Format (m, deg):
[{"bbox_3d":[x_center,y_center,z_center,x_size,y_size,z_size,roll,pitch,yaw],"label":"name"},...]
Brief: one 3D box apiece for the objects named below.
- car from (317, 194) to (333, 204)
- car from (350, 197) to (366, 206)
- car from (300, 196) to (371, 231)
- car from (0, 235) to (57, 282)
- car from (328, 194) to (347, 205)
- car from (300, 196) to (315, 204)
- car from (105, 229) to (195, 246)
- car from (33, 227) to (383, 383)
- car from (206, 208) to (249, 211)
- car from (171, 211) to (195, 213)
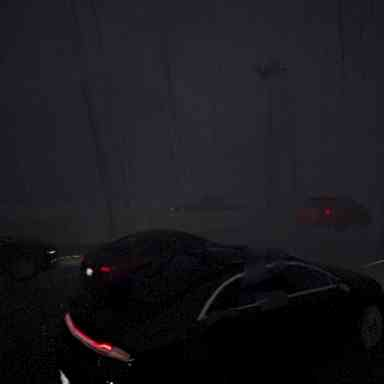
[{"bbox_3d":[27.779,1.370,69.311,2.150,2.045,5.566,0,0,34],"label":"car"},{"bbox_3d":[29.962,1.664,59.904,1.812,1.442,4.674,0,0,35],"label":"car"},{"bbox_3d":[8.639,1.268,19.855,5.566,2.045,2.150,0,0,-42],"label":"car"},{"bbox_3d":[-5.929,1.520,8.213,4.892,1.490,1.837,0,0,-35],"label":"car"},{"bbox_3d":[27.141,1.364,61.960,2.150,2.045,5.566,0,0,35],"label":"car"},{"bbox_3d":[24.768,1.651,71.092,1.837,1.490,4.892,0,0,34],"label":"car"},{"bbox_3d":[-0.472,1.581,7.908,4.181,1.385,1.994,0,0,-37],"label":"car"},{"bbox_3d":[0.786,1.502,4.479,4.902,1.511,2.128,0,0,-37],"label":"car"},{"bbox_3d":[2.807,1.665,28.976,4.718,1.301,1.895,0,0,-42],"label":"car"},{"bbox_3d":[0.281,1.669,31.414,4.718,1.301,1.895,0,0,-42],"label":"car"}]
